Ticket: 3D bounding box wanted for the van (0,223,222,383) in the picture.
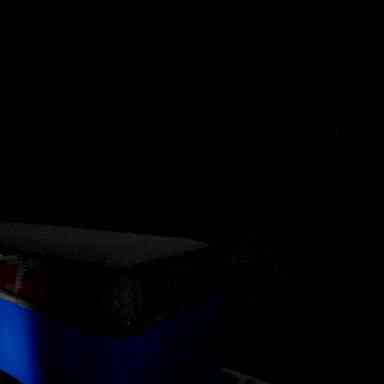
[{"bbox_3d":[-1.582,1.344,4.095,3.998,1.788,1.690,0,0,35],"label":"van"}]
